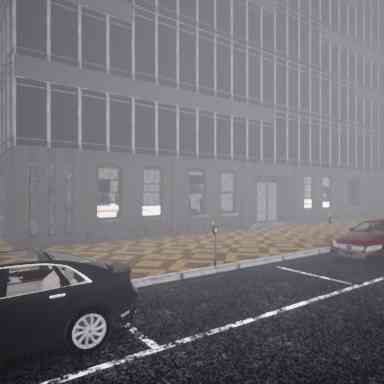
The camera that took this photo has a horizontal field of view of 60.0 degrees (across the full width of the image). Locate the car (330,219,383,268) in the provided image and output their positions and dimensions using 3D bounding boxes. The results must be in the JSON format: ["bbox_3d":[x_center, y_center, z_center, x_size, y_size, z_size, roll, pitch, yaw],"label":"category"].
[{"bbox_3d":[6.367,1.581,11.121,4.206,1.307,1.802,0,0,-36],"label":"car"}]

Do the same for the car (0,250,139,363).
[{"bbox_3d":[-2.892,1.551,4.497,4.403,1.369,2.008,0,0,-36],"label":"car"}]
